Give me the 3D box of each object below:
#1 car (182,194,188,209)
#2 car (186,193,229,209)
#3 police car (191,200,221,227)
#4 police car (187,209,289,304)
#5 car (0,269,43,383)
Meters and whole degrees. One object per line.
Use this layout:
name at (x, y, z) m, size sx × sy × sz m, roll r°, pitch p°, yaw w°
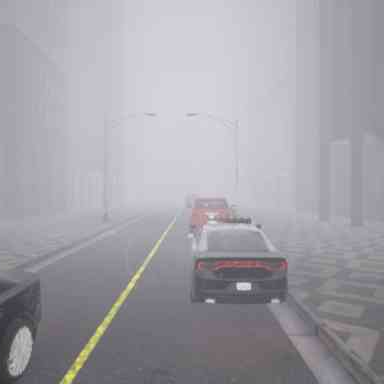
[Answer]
car at (0.106, 1.296, 48.164) m, size 2.150 × 2.045 × 5.566 m, roll 0°, pitch 0°, yaw 1°
car at (0.926, 1.271, 18.313) m, size 2.150 × 2.045 × 5.566 m, roll 0°, pitch 0°, yaw 0°
police car at (0.935, 1.479, 24.393) m, size 1.930 × 1.638 × 5.238 m, roll 0°, pitch 0°, yaw 0°
police car at (0.911, 1.451, 8.394) m, size 1.930 × 1.638 × 5.238 m, roll 0°, pitch 0°, yaw 0°
car at (-2.998, 1.486, 2.578) m, size 1.882 × 1.535 × 5.008 m, roll 0°, pitch 0°, yaw 0°
